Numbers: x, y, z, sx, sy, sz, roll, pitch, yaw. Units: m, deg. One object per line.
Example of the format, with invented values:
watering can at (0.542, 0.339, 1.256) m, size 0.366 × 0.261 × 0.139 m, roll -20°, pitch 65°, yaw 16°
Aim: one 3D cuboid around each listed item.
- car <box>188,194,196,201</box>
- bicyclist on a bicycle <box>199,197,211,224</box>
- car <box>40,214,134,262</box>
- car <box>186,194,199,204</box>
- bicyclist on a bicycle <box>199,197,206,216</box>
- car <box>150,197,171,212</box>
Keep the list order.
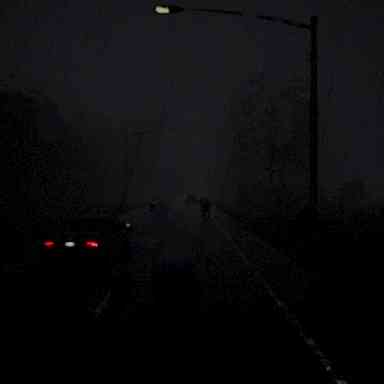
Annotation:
car at (-0.007, 1.169, 73.688) m, size 1.837 × 1.490 × 4.892 m, roll 0°, pitch 0°, yaw 0°
bicyclist on a bicycle at (0.964, 1.271, 21.798) m, size 0.659 × 1.776 × 1.843 m, roll 0°, pitch 0°, yaw 0°
car at (-3.402, 1.493, 11.767) m, size 2.033 × 1.411 × 5.357 m, roll 0°, pitch 0°, yaw 0°
car at (0.092, 1.095, 57.070) m, size 2.097 × 1.767 × 4.553 m, roll 0°, pitch 0°, yaw 0°
bicyclist on a bicycle at (0.963, 1.313, 30.597) m, size 0.582 × 1.620 × 1.656 m, roll 0°, pitch 0°, yaw 0°
car at (-3.404, 1.328, 35.848) m, size 2.128 × 1.511 × 4.902 m, roll 0°, pitch 0°, yaw 0°
